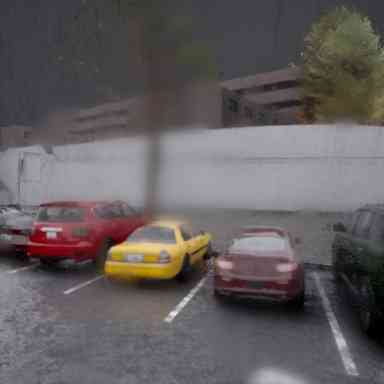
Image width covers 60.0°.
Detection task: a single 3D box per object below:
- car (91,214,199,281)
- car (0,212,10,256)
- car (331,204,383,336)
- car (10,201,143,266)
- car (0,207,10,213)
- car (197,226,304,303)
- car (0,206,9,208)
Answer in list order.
[{"bbox_3d":[-0.671,1.545,10.161,1.946,1.575,5.366,-1,-1,15],"label":"car"},{"bbox_3d":[-5.621,1.631,13.471,2.163,1.488,4.792,-1,-1,15],"label":"car"},{"bbox_3d":[4.190,1.240,6.537,2.435,2.045,5.566,-1,-1,15],"label":"car"},{"bbox_3d":[-3.166,1.322,11.745,2.435,2.045,5.566,-1,-1,15],"label":"car"},{"bbox_3d":[-8.071,1.632,15.175,2.231,1.521,4.892,0,-1,15],"label":"car"},{"bbox_3d":[1.730,1.558,8.242,2.002,1.452,4.674,-1,-1,15],"label":"car"},{"bbox_3d":[-10.518,1.536,16.930,2.185,1.767,4.553,0,-1,15],"label":"car"}]
